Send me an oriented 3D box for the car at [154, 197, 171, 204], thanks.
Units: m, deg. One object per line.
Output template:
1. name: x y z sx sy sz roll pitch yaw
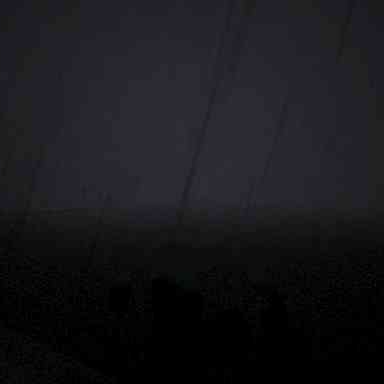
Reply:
1. car: -5.036 1.564 61.624 1.994 1.385 4.181 0 0 35

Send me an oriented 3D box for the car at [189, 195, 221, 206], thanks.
1. car: 2.089 1.478 53.589 1.882 1.535 5.008 0 0 35

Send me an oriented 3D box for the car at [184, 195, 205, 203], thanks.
1. car: 0.646 1.477 69.755 1.882 1.535 5.008 0 0 35

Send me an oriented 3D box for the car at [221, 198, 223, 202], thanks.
1. car: 3.156 1.478 61.124 1.882 1.535 5.008 0 0 35

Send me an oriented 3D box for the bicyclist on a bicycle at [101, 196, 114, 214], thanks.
1. bicyclist on a bicycle: -7.978 1.156 31.704 1.656 1.620 0.582 33 17 27

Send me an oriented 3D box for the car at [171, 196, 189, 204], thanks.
1. car: -1.189 1.478 61.020 1.882 1.535 5.008 0 0 35

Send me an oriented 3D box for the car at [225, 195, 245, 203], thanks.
1. car: 8.939 1.490 69.399 2.128 1.511 4.902 0 0 35

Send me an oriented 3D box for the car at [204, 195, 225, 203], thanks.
1. car: 4.739 1.477 69.501 1.882 1.535 5.008 0 0 35

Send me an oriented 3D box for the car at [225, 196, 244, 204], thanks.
1. car: 8.057 1.601 62.204 1.895 1.301 4.718 0 0 35
